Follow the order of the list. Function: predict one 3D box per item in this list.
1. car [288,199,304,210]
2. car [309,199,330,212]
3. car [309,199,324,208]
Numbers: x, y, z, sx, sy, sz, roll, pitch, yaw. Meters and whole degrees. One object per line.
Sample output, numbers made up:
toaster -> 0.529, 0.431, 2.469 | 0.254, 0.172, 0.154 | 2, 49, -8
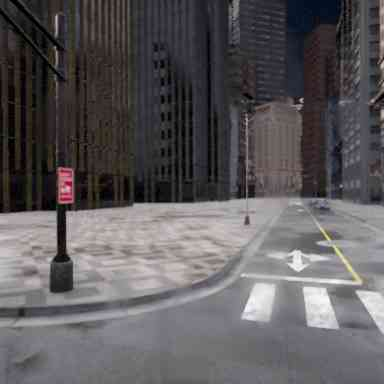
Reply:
car -> 14.718, 1.703, 47.154 | 1.812, 1.442, 4.674 | 0, 0, 17
car -> 16.248, 1.692, 41.873 | 2.033, 1.411, 5.357 | 0, 0, 17
car -> 19.322, 1.784, 51.863 | 1.895, 1.301, 4.718 | 0, 0, 17
